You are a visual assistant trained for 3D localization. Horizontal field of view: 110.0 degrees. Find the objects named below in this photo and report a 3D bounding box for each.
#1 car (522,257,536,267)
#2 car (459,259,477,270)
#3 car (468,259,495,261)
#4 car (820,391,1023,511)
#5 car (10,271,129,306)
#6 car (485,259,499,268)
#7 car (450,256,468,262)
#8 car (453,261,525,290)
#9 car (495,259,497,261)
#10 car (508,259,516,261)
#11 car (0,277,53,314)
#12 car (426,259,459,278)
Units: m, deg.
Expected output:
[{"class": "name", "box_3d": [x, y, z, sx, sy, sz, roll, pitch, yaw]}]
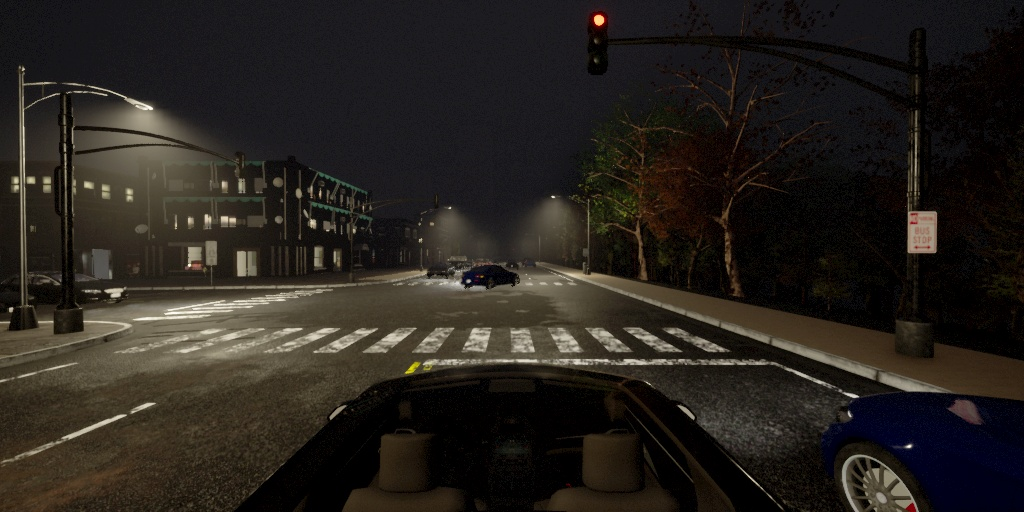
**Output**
[{"class": "car", "box_3d": [3.227, 1.274, 63.694, 2.033, 1.411, 5.357, 0, 0, 0]}, {"class": "car", "box_3d": [-6.696, 1.222, 54.641, 2.128, 1.511, 4.902, 0, 0, 0]}, {"class": "car", "box_3d": [-3.423, 1.088, 41.254, 2.097, 1.767, 4.553, 0, 0, 0]}, {"class": "car", "box_3d": [3.358, 1.276, 0.888, 1.812, 1.442, 4.674, 0, 0, 1]}, {"class": "car", "box_3d": [-19.648, 1.457, 15.561, 4.902, 1.511, 2.128, 0, 1, 0]}, {"class": "car", "box_3d": [-3.431, 1.219, 61.705, 2.128, 1.511, 4.902, 0, 0, 0]}, {"class": "car", "box_3d": [-6.674, 0.957, 44.237, 2.150, 2.045, 5.566, 0, 0, 0]}, {"class": "car", "box_3d": [-1.307, 1.270, 22.419, 1.812, 1.442, 4.674, 1, 0, 31]}, {"class": "car", "box_3d": [-3.436, 1.223, 51.286, 2.128, 1.511, 4.902, 0, 0, 0]}, {"class": "car", "box_3d": [-0.013, 1.256, 54.528, 1.812, 1.442, 4.674, 0, 0, 0]}, {"class": "car", "box_3d": [-19.970, 1.565, 12.853, 4.313, 1.339, 1.948, 0, 0, 0]}, {"class": "car", "box_3d": [-6.659, 1.287, 34.001, 2.033, 1.411, 5.357, 0, 0, 0]}]
